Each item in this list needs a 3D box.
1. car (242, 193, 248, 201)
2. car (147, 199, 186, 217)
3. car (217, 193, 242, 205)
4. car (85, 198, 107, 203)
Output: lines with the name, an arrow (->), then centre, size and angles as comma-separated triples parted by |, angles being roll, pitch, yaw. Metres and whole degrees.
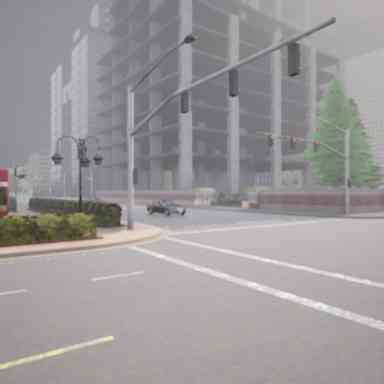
car -> 8.109, 1.093, 55.596 | 1.905, 1.878, 3.866 | 0, 0, -36
car -> -2.415, 1.427, 30.699 | 2.128, 1.511, 4.902 | 0, 0, -36
car -> 5.716, 1.095, 53.886 | 1.905, 1.878, 3.866 | 0, 0, -36
car -> -13.273, 1.483, 45.712 | 2.033, 1.411, 5.357 | 0, 0, -36
